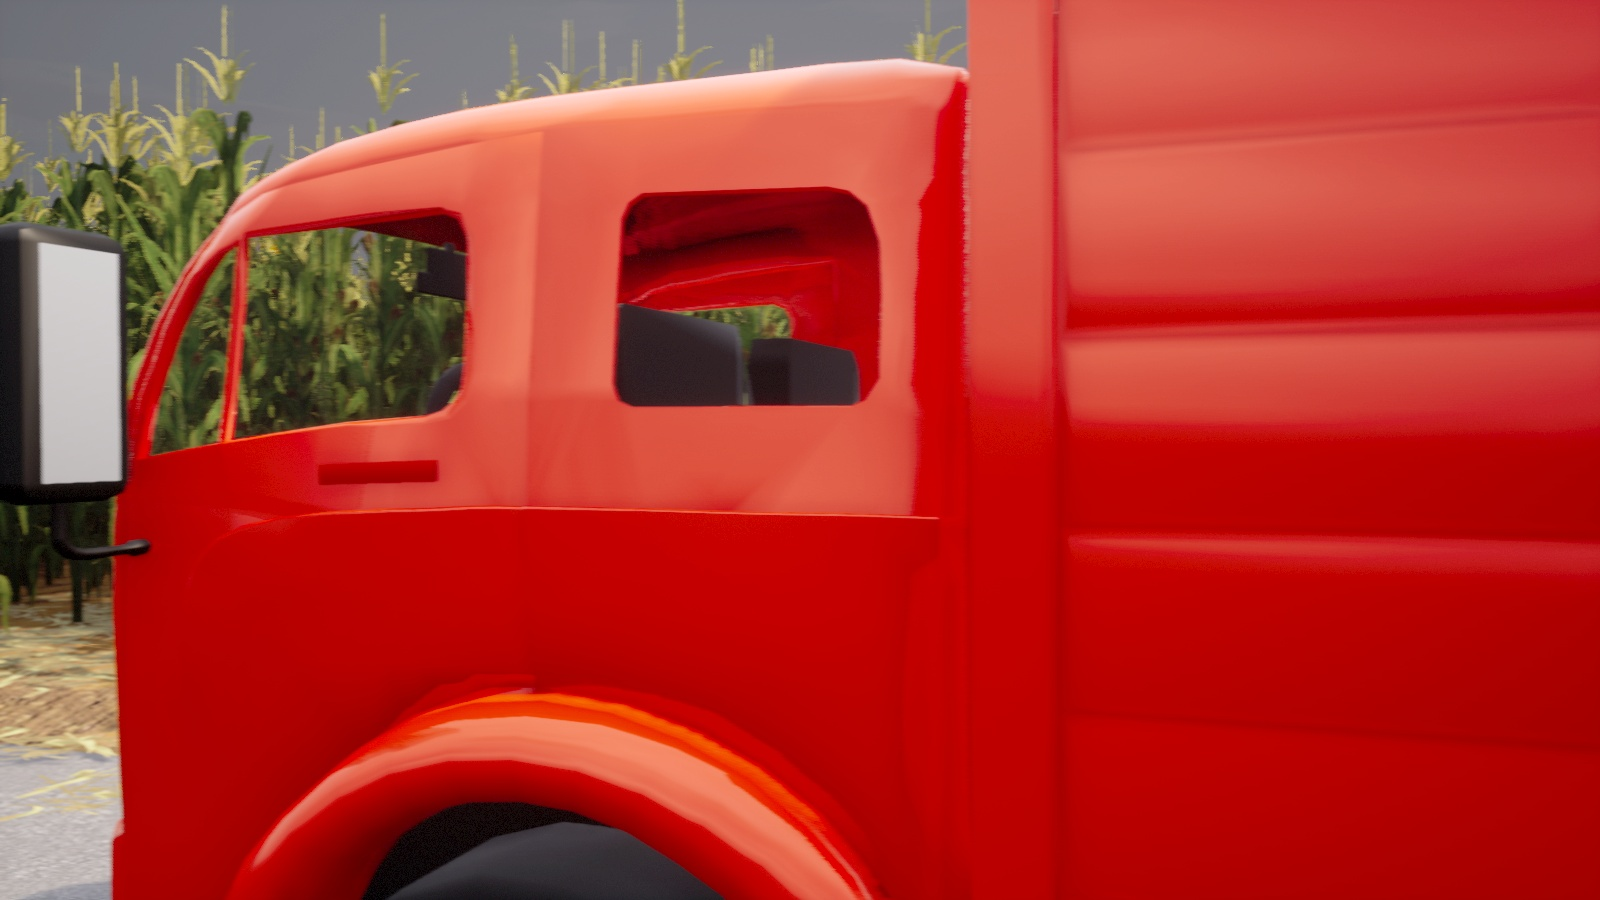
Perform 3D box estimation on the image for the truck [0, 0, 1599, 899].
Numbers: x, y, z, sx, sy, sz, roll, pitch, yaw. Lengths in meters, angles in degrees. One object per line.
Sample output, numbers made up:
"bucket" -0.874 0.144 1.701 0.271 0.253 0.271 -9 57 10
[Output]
"truck" 1.230 0.306 2.350 5.204 2.467 2.627 1 1 19
